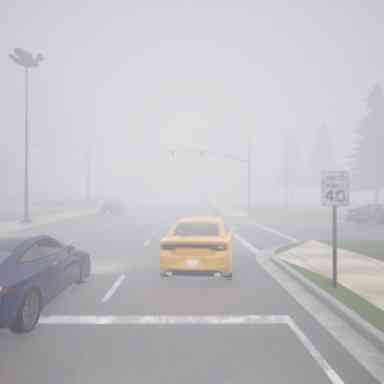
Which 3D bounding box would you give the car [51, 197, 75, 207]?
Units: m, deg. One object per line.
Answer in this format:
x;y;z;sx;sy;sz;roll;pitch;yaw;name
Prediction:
-19.226;1.622;51.449;2.033;1.411;5.357;0;0;1;car

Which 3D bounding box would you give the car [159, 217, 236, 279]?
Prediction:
0.314;1.491;10.218;1.882;1.535;5.008;0;0;7;car

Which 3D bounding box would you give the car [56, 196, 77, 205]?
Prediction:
-22.637;1.565;60.270;1.882;1.535;5.008;0;0;1;car

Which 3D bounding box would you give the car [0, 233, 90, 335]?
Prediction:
-3.489;1.536;6.605;1.812;1.442;4.674;0;0;-1;car

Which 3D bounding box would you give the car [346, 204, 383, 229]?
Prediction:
12.462;1.517;21.217;4.902;1.511;2.128;0;0;2;car

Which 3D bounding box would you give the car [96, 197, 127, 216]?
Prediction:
-7.653;1.551;32.820;1.837;1.490;4.892;0;0;-1;car

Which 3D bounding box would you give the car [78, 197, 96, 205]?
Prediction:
-19.133;1.651;60.658;1.994;1.385;4.181;0;0;1;car

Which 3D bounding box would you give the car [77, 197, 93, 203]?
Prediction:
-22.538;1.695;70.186;1.895;1.301;4.718;0;0;1;car

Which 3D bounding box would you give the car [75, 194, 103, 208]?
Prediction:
-15.731;1.425;50.905;2.097;1.767;4.553;0;0;1;car

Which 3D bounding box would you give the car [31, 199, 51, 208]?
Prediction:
-22.729;1.676;51.133;1.895;1.301;4.718;0;0;1;car

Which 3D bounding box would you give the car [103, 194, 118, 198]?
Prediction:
-15.638;1.307;60.216;2.150;2.045;5.566;0;0;1;car
